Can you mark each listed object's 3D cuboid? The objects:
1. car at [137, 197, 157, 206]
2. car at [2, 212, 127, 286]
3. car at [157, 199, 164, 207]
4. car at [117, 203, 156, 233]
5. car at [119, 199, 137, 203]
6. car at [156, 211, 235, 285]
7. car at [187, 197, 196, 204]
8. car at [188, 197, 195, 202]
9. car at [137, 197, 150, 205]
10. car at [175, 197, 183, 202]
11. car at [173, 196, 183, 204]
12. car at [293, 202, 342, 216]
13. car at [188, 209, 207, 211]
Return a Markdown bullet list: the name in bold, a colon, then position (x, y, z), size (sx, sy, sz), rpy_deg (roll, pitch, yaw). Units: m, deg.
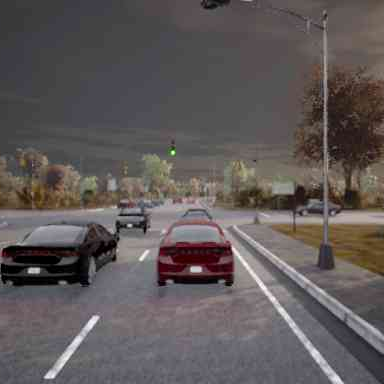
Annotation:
- **car**: position (-7.202, 1.985, 53.901), size (1.812, 1.442, 4.674), rpy_deg (0, 0, 0)
- **car**: position (-3.418, 1.561, 9.668), size (1.882, 1.535, 5.008), rpy_deg (0, 0, 0)
- **car**: position (-7.172, 2.088, 63.492), size (2.033, 1.411, 5.357), rpy_deg (0, 0, 0)
- **car**: position (-3.618, 1.671, 21.003), size (2.128, 1.511, 4.902), rpy_deg (0, 0, -3)
- **car**: position (-10.696, 1.933, 53.514), size (1.882, 1.535, 5.008), rpy_deg (0, 0, 0)
- **car**: position (0.081, 1.562, 9.765), size (1.882, 1.535, 5.008), rpy_deg (0, 0, 0)
- **car**: position (-0.173, 2.065, 84.258), size (2.097, 1.767, 4.553), rpy_deg (0, 0, 0)
- **car**: position (-0.154, 2.130, 94.258), size (1.882, 1.535, 5.008), rpy_deg (0, 0, 0)
- **car**: position (-10.654, 1.976, 73.003), size (2.097, 1.767, 4.553), rpy_deg (0, 0, 0)
- **car**: position (-3.654, 2.130, 94.272), size (1.882, 1.535, 5.008), rpy_deg (0, 0, 0)
- **car**: position (-3.673, 1.931, 83.895), size (2.150, 2.045, 5.566), rpy_deg (0, 0, 0)
- **car**: position (13.307, 1.807, 35.446), size (4.892, 1.490, 1.837), rpy_deg (0, 0, 3)
- **car**: position (0.326, 1.740, 20.606), size (1.994, 1.385, 4.181), rpy_deg (0, 0, 5)
